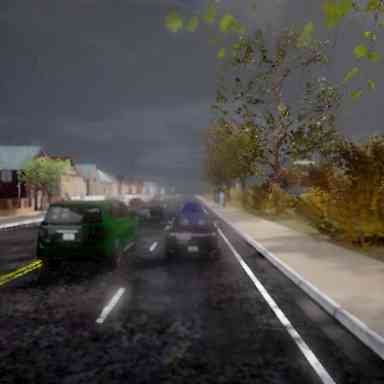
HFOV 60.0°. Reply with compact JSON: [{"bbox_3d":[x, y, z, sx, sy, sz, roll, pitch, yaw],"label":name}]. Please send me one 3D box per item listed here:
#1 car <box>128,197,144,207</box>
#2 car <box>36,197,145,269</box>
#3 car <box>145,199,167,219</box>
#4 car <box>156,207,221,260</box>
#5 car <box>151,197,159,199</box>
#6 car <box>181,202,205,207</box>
[{"bbox_3d":[-9.763,1.702,58.206,1.882,1.535,5.008,0,0,1],"label":"car"},{"bbox_3d":[-3.212,1.262,11.430,2.150,2.045,5.566,0,0,1],"label":"car"},{"bbox_3d":[-3.189,1.590,27.609,2.128,1.511,4.902,0,0,1],"label":"car"},{"bbox_3d":[0.052,1.535,12.607,2.128,1.511,4.902,0,0,1],"label":"car"},{"bbox_3d":[-6.515,1.715,58.441,2.128,1.511,4.902,0,0,1],"label":"car"},{"bbox_3d":[0.072,1.581,28.884,1.882,1.535,5.008,0,0,1],"label":"car"}]
